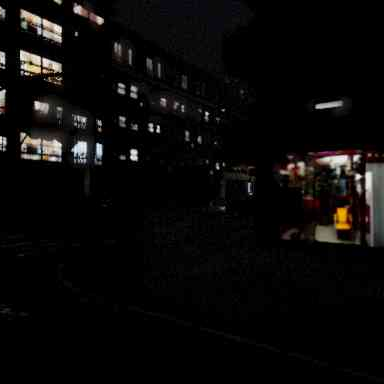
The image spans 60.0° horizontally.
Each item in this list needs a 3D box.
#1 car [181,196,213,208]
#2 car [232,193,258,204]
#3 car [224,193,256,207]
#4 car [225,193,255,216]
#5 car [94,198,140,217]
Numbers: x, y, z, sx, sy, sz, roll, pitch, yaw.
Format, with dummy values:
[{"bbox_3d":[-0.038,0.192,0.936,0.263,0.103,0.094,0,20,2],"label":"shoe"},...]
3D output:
[{"bbox_3d":[0.655,0.962,35.461,1.947,1.339,4.313,1,2,35],"label":"car"},{"bbox_3d":[7.193,0.797,44.700,1.802,1.307,4.206,1,2,35],"label":"car"},{"bbox_3d":[5.525,0.888,37.861,1.994,1.385,4.181,0,1,35],"label":"car"},{"bbox_3d":[4.265,1.049,25.921,1.887,1.381,4.507,1,2,35],"label":"car"},{"bbox_3d":[-5.990,1.144,26.289,1.947,1.339,4.313,1,2,35],"label":"car"}]
